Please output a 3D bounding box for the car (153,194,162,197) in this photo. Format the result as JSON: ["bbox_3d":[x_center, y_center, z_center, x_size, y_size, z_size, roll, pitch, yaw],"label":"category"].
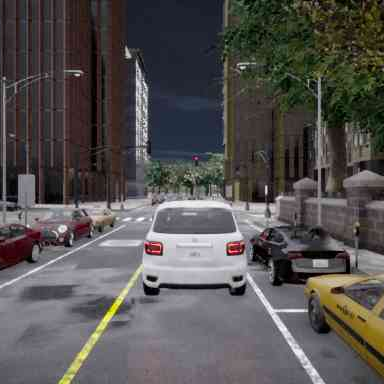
[{"bbox_3d":[-5.798,1.329,57.523,2.192,1.841,5.009,0,0,0],"label":"car"}]

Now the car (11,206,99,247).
[{"bbox_3d":[-5.773,1.441,14.659,1.967,1.590,4.097,0,0,0],"label":"car"}]

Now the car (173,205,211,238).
[{"bbox_3d":[0.013,1.527,18.444,1.812,1.442,4.674,0,0,1],"label":"car"}]

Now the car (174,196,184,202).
[{"bbox_3d":[-3.045,1.559,77.295,2.033,1.411,5.357,0,0,0],"label":"car"}]

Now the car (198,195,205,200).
[{"bbox_3d":[2.706,1.565,95.761,1.752,1.417,4.829,0,0,0],"label":"car"}]

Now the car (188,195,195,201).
[{"bbox_3d":[-0.052,1.534,88.561,1.837,1.490,4.892,0,0,0],"label":"car"}]

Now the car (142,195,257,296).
[{"bbox_3d":[0.061,1.222,8.799,2.150,2.045,5.566,0,0,0],"label":"car"}]

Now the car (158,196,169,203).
[{"bbox_3d":[-5.803,1.602,68.398,1.802,1.307,4.206,0,0,0],"label":"car"}]

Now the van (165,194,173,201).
[{"bbox_3d":[-5.813,1.372,84.711,1.690,1.788,3.998,0,0,0],"label":"van"}]

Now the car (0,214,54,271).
[{"bbox_3d":[-5.770,1.545,9.201,1.887,1.381,4.507,0,0,0],"label":"car"}]

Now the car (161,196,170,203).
[{"bbox_3d":[-5.807,1.549,73.666,1.752,1.417,4.829,0,0,0],"label":"car"}]

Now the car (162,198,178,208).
[{"bbox_3d":[-3.124,1.574,48.086,1.994,1.385,4.181,0,0,0],"label":"car"}]

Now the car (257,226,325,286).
[{"bbox_3d":[2.755,1.566,9.208,1.947,1.339,4.313,0,0,0],"label":"car"}]

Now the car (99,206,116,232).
[{"bbox_3d":[-5.776,1.527,19.945,1.752,1.417,4.829,0,0,0],"label":"car"}]

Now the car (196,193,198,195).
[{"bbox_3d":[-0.046,1.551,78.655,1.812,1.442,4.674,0,0,0],"label":"car"}]

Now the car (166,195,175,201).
[{"bbox_3d":[-5.816,1.585,90.149,2.008,1.369,4.403,0,0,0],"label":"car"}]

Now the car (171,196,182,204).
[{"bbox_3d":[-3.061,1.583,66.956,1.994,1.385,4.181,0,0,1],"label":"car"}]

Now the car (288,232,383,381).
[{"bbox_3d":[2.758,1.525,3.921,1.752,1.417,4.829,0,0,0],"label":"car"}]

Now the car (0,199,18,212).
[{"bbox_3d":[-19.190,1.203,31.510,5.357,1.411,2.033,1,0,-5],"label":"car"}]
